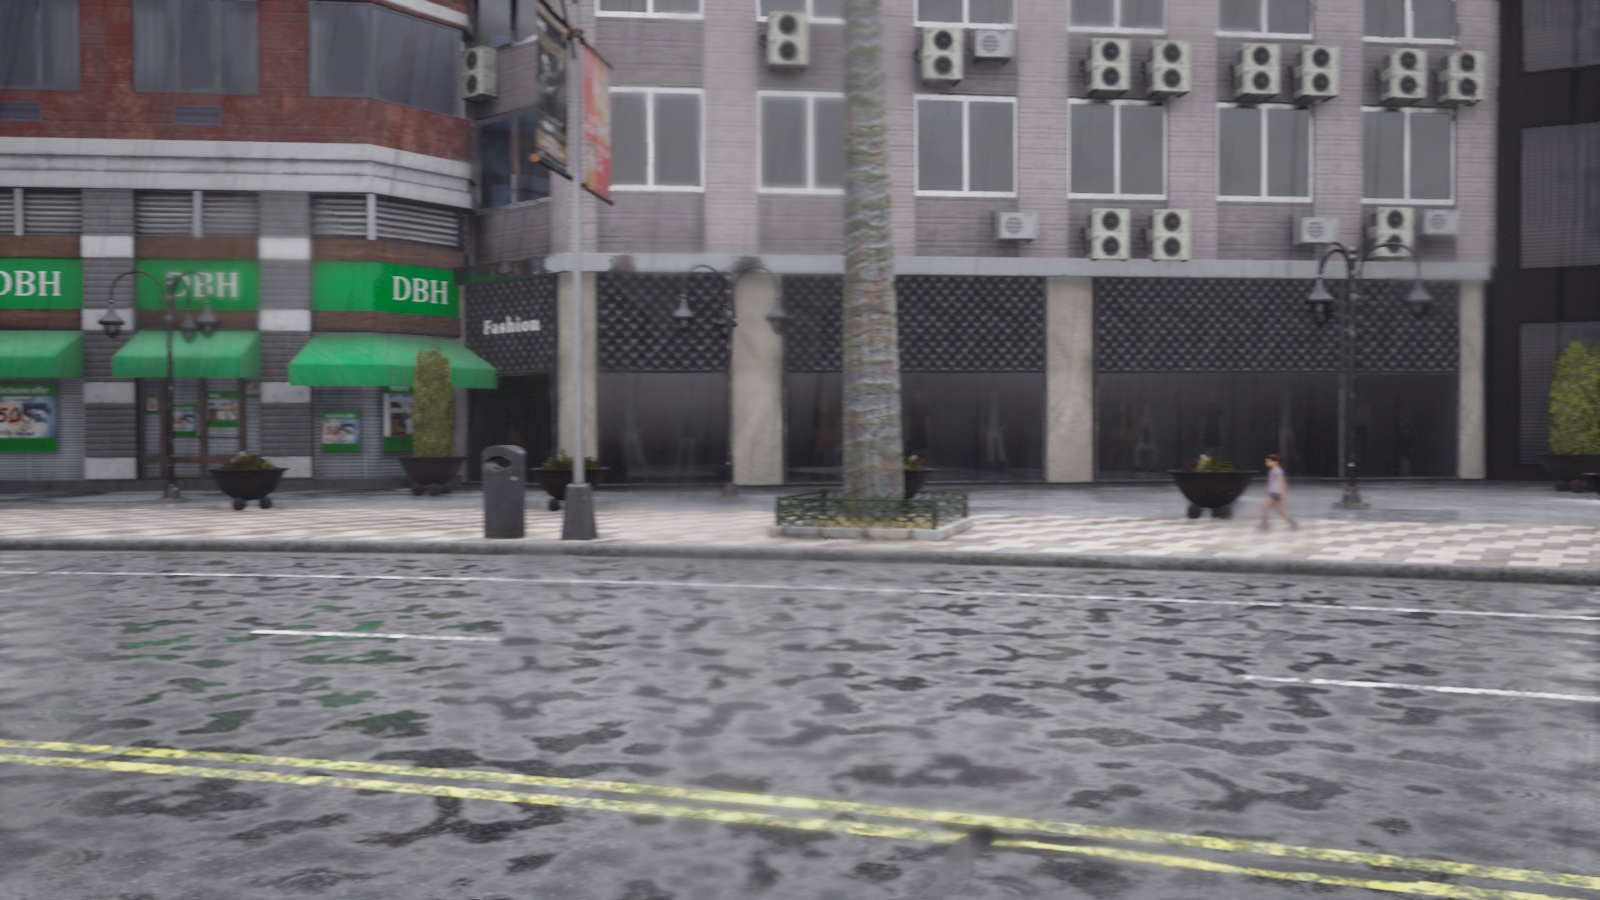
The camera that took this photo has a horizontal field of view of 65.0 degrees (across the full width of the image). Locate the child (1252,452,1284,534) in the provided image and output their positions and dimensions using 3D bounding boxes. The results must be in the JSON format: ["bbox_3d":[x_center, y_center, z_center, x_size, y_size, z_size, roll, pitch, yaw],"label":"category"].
[{"bbox_3d":[6.478,0.588,17.393,0.394,1.110,0.255,1,1,19],"label":"child"}]
